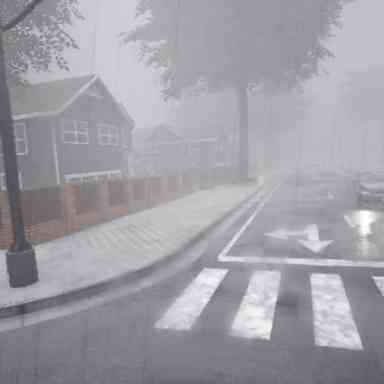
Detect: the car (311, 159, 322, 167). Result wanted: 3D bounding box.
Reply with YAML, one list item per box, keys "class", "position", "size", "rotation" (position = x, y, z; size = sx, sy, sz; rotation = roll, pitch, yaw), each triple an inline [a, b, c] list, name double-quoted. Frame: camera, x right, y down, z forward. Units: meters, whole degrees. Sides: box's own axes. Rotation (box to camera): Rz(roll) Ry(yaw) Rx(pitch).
- class: "car"
  position: [25.614, -5.999, 68.402]
  size: [1.882, 1.535, 5.008]
  rotation: [-2, 5, 18]

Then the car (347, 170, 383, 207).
- class: "car"
  position: [8.110, -0.238, 14.846]
  size: [1.812, 1.442, 4.674]
  rotation: [-2, 6, 18]
